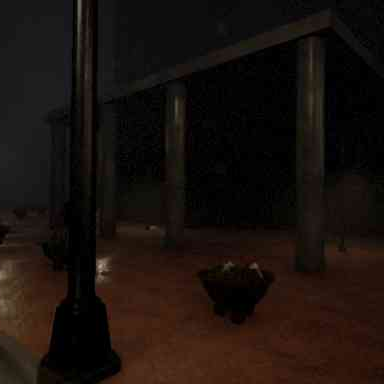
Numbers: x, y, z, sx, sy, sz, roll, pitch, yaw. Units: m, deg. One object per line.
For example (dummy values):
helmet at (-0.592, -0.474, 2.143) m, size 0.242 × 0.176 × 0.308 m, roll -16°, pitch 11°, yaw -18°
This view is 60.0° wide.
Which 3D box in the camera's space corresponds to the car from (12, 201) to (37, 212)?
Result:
car at (-22.807, 1.940, 45.437) m, size 2.128 × 1.511 × 4.902 m, roll 1°, pitch -1°, yaw -7°
